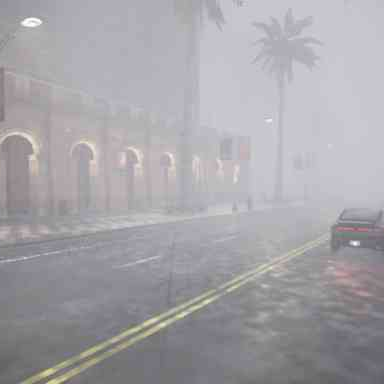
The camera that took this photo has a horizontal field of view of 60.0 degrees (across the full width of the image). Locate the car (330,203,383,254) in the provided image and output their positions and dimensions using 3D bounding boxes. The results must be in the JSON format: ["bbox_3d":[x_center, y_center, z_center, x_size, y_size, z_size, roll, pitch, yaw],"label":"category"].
[{"bbox_3d":[6.555,1.331,12.463,1.837,1.490,4.892,0,1,35],"label":"car"}]
